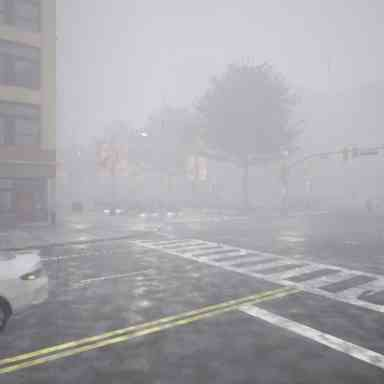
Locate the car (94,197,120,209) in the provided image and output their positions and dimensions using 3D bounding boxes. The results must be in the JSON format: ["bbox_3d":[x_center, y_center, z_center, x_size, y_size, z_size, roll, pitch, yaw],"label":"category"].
[{"bbox_3d":[-11.694,1.478,44.871,1.882,1.535,5.008,0,0,-35],"label":"car"}]

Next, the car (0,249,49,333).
[{"bbox_3d":[-4.673,1.526,4.955,4.674,1.442,1.812,0,0,-36],"label":"car"}]

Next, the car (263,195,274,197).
[{"bbox_3d":[16.184,1.320,72.064,2.002,1.452,4.674,0,0,-36],"label":"car"}]

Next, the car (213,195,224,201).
[{"bbox_3d":[5.696,1.413,79.530,2.161,1.482,4.786,0,0,-36],"label":"car"}]

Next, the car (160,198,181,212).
[{"bbox_3d":[-3.207,1.505,39.050,1.837,1.490,4.892,0,0,-36],"label":"car"}]

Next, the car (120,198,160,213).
[{"bbox_3d":[-5.862,1.505,36.747,1.837,1.490,4.892,0,0,-36],"label":"car"}]

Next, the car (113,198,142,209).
[{"bbox_3d":[-9.260,1.547,47.490,2.033,1.411,5.357,0,0,-35],"label":"car"}]
